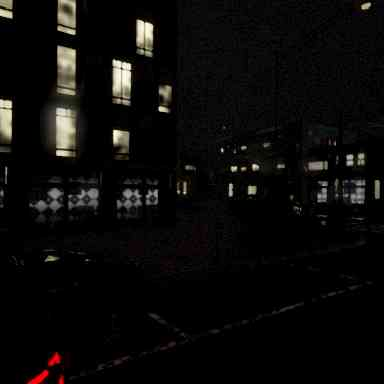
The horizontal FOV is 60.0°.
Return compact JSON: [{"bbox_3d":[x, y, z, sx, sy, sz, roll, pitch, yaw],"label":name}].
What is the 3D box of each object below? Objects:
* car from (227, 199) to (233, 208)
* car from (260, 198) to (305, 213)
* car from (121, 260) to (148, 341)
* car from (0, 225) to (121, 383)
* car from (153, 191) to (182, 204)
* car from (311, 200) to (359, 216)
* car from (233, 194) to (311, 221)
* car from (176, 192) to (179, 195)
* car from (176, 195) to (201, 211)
[{"bbox_3d":[5.966,1.124,38.703,1.967,1.590,4.097,1,0,-36],"label":"car"},{"bbox_3d":[9.254,1.334,34.236,1.802,1.307,4.206,1,0,-36],"label":"car"},{"bbox_3d":[-2.694,1.566,4.633,4.313,1.339,1.947,0,0,-36],"label":"car"},{"bbox_3d":[-3.281,1.222,1.029,5.566,2.045,2.150,0,0,-36],"label":"car"},{"bbox_3d":[-3.897,0.787,52.097,2.192,1.841,5.009,1,0,-36],"label":"car"},{"bbox_3d":[12.544,1.365,29.772,1.887,1.381,4.507,1,0,-36],"label":"car"},{"bbox_3d":[5.802,1.097,24.801,2.192,1.841,5.009,1,0,-36],"label":"car"},{"bbox_3d":[-0.614,1.095,47.633,2.008,1.369,4.403,1,0,-36],"label":"car"},{"bbox_3d":[-0.783,1.226,33.732,1.802,1.307,4.206,1,0,-36],"label":"car"}]
